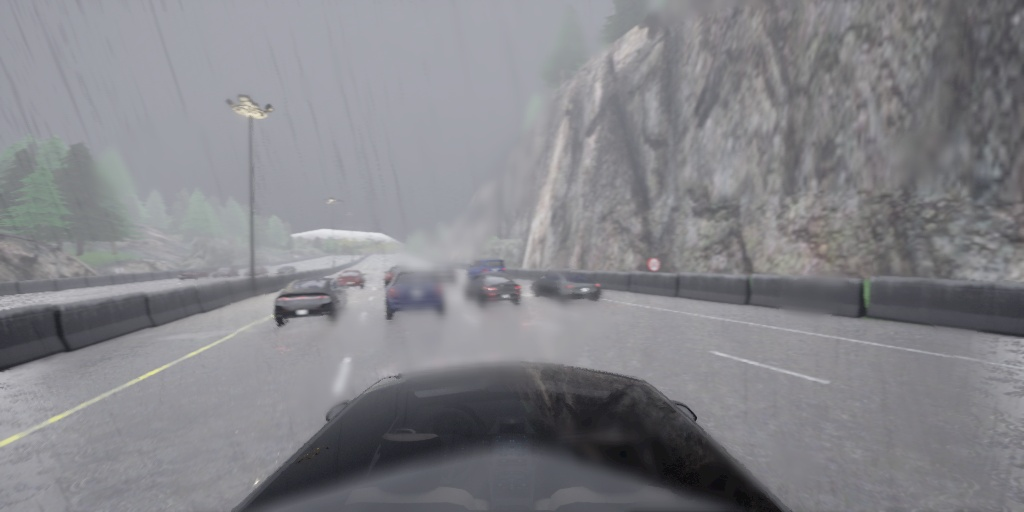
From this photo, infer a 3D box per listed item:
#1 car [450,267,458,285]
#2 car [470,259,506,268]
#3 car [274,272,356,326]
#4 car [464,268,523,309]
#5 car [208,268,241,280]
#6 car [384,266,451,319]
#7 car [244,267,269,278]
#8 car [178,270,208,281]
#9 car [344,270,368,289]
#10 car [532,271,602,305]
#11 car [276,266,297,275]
[{"bbox_3d":[-5.754,1.642,29.905,2.128,1.511,4.902,-1,0,-19],"label":"car"},{"bbox_3d":[-2.121,1.288,30.094,2.150,2.045,5.566,-1,0,-19],"label":"car"},{"bbox_3d":[-7.339,1.577,13.467,2.128,1.511,4.902,-1,0,-19],"label":"car"},{"bbox_3d":[-0.961,1.476,16.440,1.812,1.442,4.674,-1,0,-19],"label":"car"},{"bbox_3d":[-38.416,2.358,48.362,1.812,1.442,4.674,-1,0,-19],"label":"car"},{"bbox_3d":[-4.018,1.363,14.563,2.097,1.767,4.553,-1,-1,-19],"label":"car"},{"bbox_3d":[-35.128,2.286,49.540,1.812,1.442,4.674,-1,0,-19],"label":"car"},{"bbox_3d":[-41.693,2.506,47.177,1.895,1.301,4.718,-1,0,-19],"label":"car"},{"bbox_3d":[-12.572,1.828,28.208,1.812,1.442,4.674,-1,0,-19],"label":"car"},{"bbox_3d":[2.480,1.436,17.202,1.994,1.385,4.181,-1,0,-19],"label":"car"},{"bbox_3d":[-31.833,2.193,50.709,1.837,1.490,4.892,-1,0,-19],"label":"car"}]
